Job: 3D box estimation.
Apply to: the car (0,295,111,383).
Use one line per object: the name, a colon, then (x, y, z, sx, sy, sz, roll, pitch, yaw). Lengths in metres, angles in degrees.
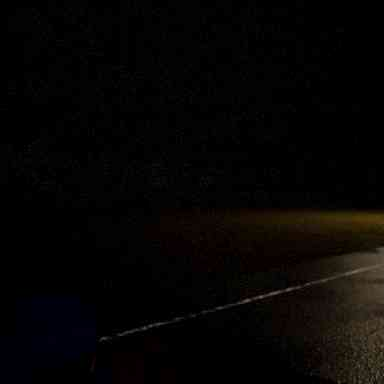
car: (-2.998, 1.482, 1.854, 5.008, 1.535, 1.882, 0, 0, -35)
